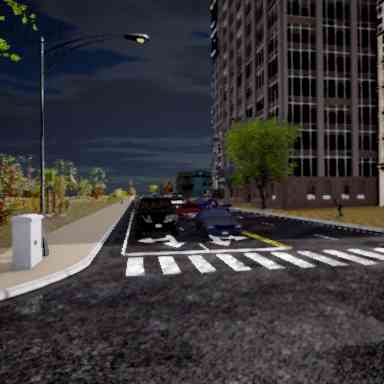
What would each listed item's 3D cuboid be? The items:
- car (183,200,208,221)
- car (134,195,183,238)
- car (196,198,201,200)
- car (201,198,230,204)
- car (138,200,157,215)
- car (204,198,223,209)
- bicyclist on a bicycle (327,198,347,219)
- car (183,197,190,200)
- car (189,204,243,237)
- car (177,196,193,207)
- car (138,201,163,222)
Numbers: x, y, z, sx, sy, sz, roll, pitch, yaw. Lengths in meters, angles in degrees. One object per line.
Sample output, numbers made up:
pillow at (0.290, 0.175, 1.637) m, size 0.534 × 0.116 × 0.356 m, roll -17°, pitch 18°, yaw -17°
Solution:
car at (-0.252, 1.640, 28.012) m, size 1.812 × 1.442 × 4.674 m, roll 0°, pitch 0°, yaw -9°
car at (-2.068, 1.307, 18.901) m, size 2.150 × 2.045 × 5.566 m, roll 0°, pitch 0°, yaw -9°
car at (1.450, 1.794, 58.652) m, size 2.033 × 1.411 × 5.357 m, roll 0°, pitch 0°, yaw -9°
car at (2.619, 1.600, 31.846) m, size 2.128 × 1.511 × 4.902 m, roll 0°, pitch 0°, yaw -9°
car at (-5.311, 1.758, 38.933) m, size 2.033 × 1.411 × 5.357 m, roll 0°, pitch 0°, yaw -9°
car at (3.055, 1.712, 48.779) m, size 1.812 × 1.442 × 4.674 m, roll 0°, pitch 0°, yaw -9°
bicyclist on a bicycle at (11.140, 1.306, 25.580) m, size 1.656 × 1.620 × 0.582 m, roll -1°, pitch 0°, yaw -9°
car at (-1.965, 1.402, 38.578) m, size 2.150 × 2.045 × 5.566 m, roll 0°, pitch 0°, yaw -9°
car at (1.304, 1.603, 18.653) m, size 2.033 × 1.411 × 5.357 m, roll 0°, pitch 0°, yaw -7°
car at (-1.288, 1.607, 55.737) m, size 2.097 × 1.767 × 4.553 m, roll 0°, pitch 0°, yaw -9°
car at (-3.670, 1.625, 28.772) m, size 1.882 × 1.535 × 5.008 m, roll 0°, pitch 0°, yaw -9°
